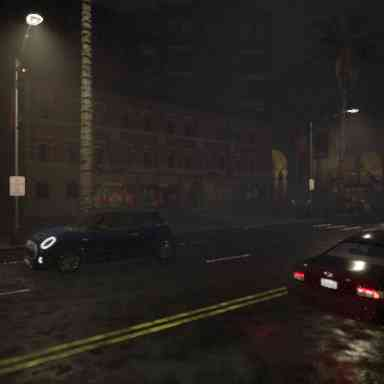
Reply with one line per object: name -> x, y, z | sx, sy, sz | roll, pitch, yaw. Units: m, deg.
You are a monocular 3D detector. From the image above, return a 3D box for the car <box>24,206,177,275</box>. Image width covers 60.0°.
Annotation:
car -> -2.788, 1.352, 10.624 | 4.553, 1.767, 2.097 | 0, 0, -36

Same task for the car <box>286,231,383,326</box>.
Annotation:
car -> 4.284, 1.547, 6.917 | 5.357, 1.411, 2.033 | 0, 0, -36
